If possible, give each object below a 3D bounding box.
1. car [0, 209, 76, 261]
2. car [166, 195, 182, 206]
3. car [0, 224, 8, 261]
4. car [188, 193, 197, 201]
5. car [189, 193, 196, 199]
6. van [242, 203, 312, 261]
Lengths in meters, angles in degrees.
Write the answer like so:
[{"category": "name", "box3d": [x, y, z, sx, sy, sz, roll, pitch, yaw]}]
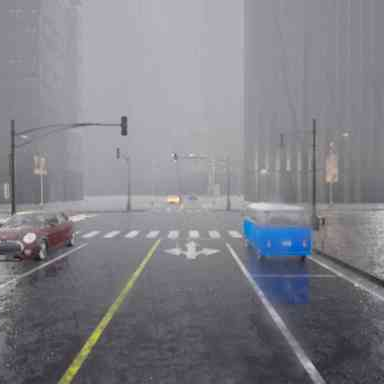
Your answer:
[{"category": "car", "box3d": [-5.678, 1.414, 11.847, 1.967, 1.590, 4.097, -1, 0, 0]}, {"category": "car", "box3d": [-3.014, 1.356, 53.164, 1.882, 1.535, 5.008, 0, 0, 1]}, {"category": "car", "box3d": [-5.676, 1.552, 6.224, 1.947, 1.339, 4.313, -1, 0, 0]}, {"category": "car", "box3d": [0.109, 1.289, 75.305, 1.837, 1.490, 4.892, 0, 0, 0]}, {"category": "car", "box3d": [0.139, 1.066, 85.727, 1.837, 1.490, 4.892, 0, 0, 0]}, {"category": "van", "box3d": [2.846, 1.315, 11.849, 1.690, 1.788, 3.998, -1, 0, 0]}]
